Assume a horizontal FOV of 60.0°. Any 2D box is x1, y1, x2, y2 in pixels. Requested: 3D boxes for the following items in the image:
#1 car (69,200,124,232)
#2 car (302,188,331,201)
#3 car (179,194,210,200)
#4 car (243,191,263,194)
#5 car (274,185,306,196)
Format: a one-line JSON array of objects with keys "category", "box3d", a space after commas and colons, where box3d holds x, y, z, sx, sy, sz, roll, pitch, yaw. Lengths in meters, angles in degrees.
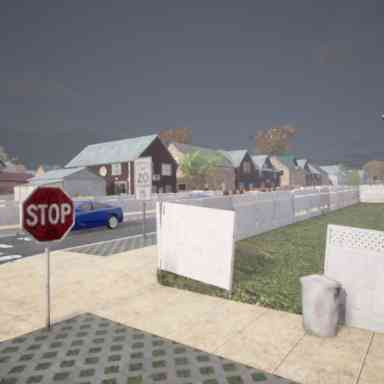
[{"category": "car", "box3d": [-5.621, 1.189, 16.380, 1.882, 1.535, 5.008, -1, 1, 34]}, {"category": "car", "box3d": [15.610, 0.324, 41.442, 2.033, 1.411, 5.357, -1, 1, 36]}, {"category": "car", "box3d": [0.065, 0.924, 24.504, 1.882, 1.535, 5.008, -1, 1, 35]}, {"category": "car", "box3d": [5.896, 0.653, 32.756, 1.882, 1.535, 5.008, -1, 1, 35]}, {"category": "car", "box3d": [11.876, 0.121, 41.180, 2.150, 2.045, 5.566, -1, 1, 36]}]
